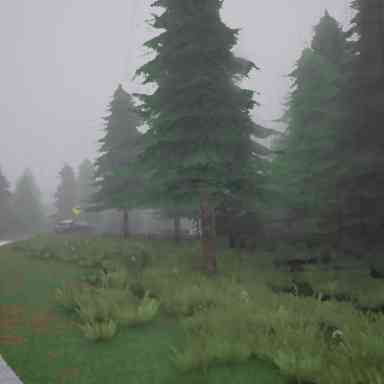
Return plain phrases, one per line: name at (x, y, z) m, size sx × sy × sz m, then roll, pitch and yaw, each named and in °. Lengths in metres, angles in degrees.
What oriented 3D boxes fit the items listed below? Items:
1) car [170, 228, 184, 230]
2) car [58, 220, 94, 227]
car at (-2.674, 6.009, 50.305) m, size 1.895 × 1.301 × 4.718 m, roll -7°, pitch -10°, yaw 44°
car at (-10.903, 3.417, 31.474) m, size 1.837 × 1.490 × 4.892 m, roll -5°, pitch -9°, yaw 13°
